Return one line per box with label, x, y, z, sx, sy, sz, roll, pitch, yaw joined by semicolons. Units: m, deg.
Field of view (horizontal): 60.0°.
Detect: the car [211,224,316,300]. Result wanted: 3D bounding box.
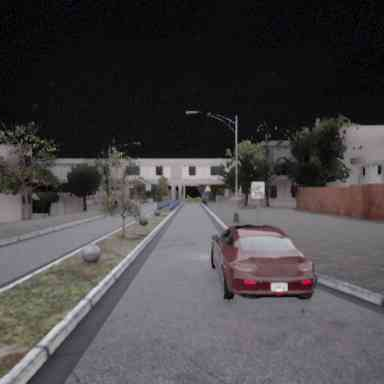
car;1.521;1.532;8.274;1.812;1.442;4.674;0;0;-1
